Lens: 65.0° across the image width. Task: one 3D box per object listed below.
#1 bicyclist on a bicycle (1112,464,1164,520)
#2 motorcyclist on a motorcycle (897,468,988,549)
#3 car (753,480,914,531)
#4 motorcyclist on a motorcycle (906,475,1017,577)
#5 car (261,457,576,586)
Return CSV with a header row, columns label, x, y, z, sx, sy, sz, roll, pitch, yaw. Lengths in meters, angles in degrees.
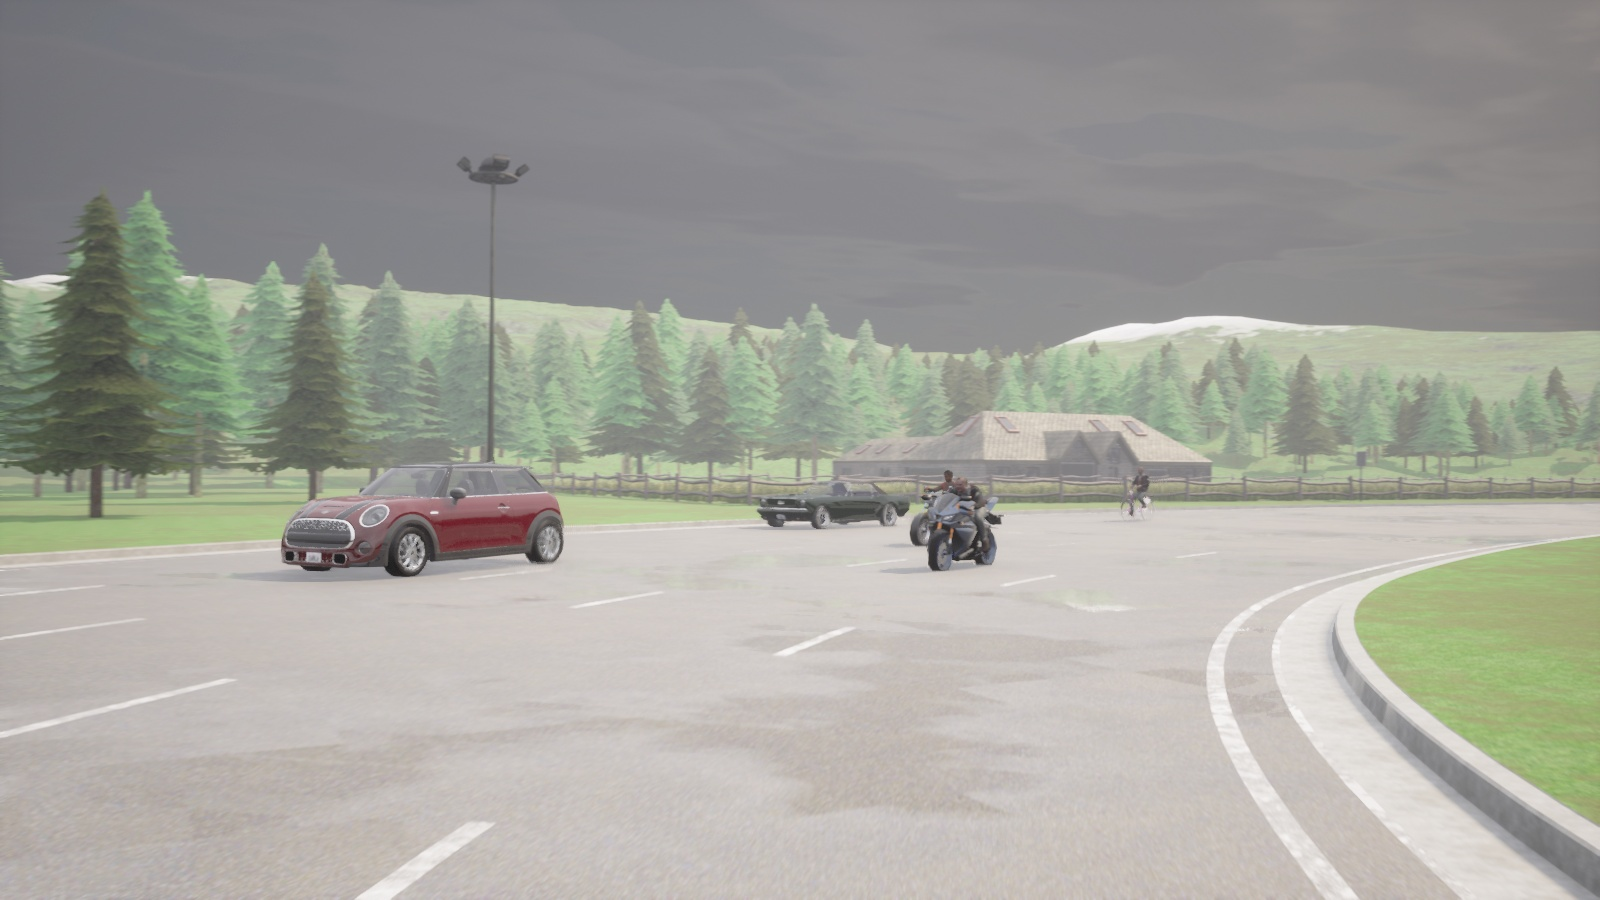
label,x,y,z,sx,sy,sz,roll,pitch,yaw
bicyclist on a bicycle,10.815,1.330,40.141,1.843,1.776,0.659,1,-2,-41
motorcyclist on a motorcycle,3.047,1.205,26.687,0.766,1.649,2.350,-1,-1,39
car,1.019,1.502,35.167,1.895,1.301,4.718,-1,-1,42
motorcyclist on a motorcycle,2.638,1.183,20.297,0.866,1.530,2.191,0,-1,35
car,-5.794,1.018,19.678,2.097,1.767,4.553,-1,-1,29
